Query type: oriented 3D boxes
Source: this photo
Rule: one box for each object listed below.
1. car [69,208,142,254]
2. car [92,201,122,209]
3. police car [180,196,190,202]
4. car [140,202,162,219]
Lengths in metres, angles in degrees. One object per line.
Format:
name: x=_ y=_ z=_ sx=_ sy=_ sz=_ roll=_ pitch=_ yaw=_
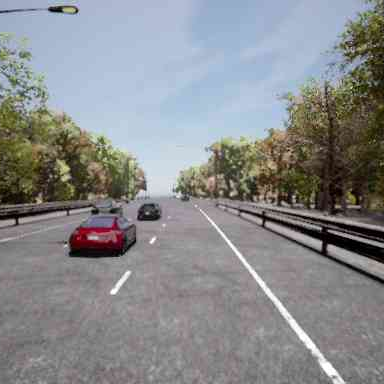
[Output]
car: x=-3.484 y=1.590 z=13.722 sx=1.994 sy=1.385 sz=4.181 roll=0 pitch=0 yaw=-1
car: x=-7.228 y=1.558 z=28.667 sx=2.128 sy=1.511 sz=4.902 roll=0 pitch=0 yaw=-1
police car: x=-1.598 y=1.801 z=89.220 sx=1.930 sy=1.638 sz=5.238 roll=0 pitch=0 yaw=-3
car: x=-3.718 y=1.594 z=29.719 sx=1.812 sy=1.442 sz=4.674 roll=0 pitch=0 yaw=-1
